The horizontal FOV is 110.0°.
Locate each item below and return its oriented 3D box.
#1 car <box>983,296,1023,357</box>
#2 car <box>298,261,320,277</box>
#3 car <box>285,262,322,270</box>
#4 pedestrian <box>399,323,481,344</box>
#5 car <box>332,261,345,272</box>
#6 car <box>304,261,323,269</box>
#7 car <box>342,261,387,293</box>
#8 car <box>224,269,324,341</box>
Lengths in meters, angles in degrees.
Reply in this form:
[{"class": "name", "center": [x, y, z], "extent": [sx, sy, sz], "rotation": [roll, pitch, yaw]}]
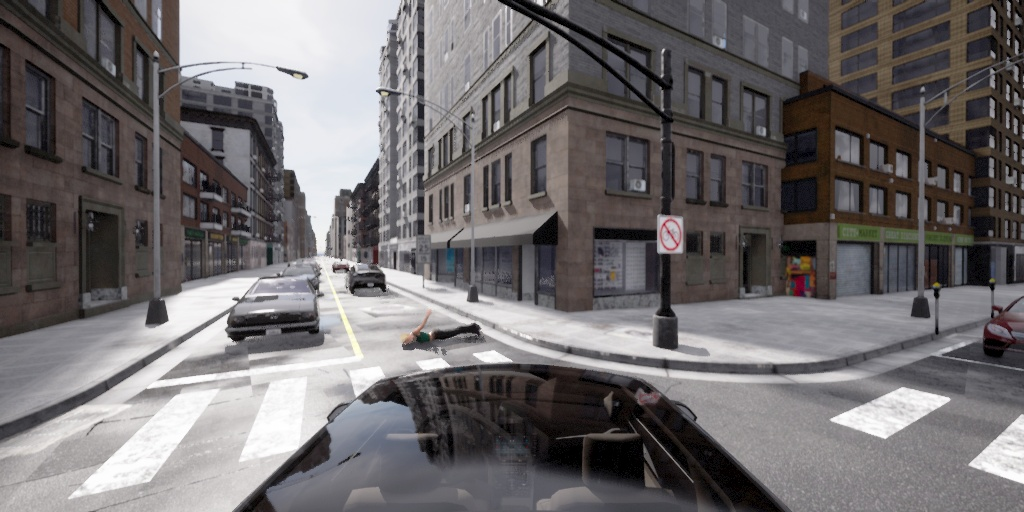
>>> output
[{"class": "car", "center": [11.610, 1.453, 7.495], "extent": [4.207, 1.307, 1.802], "rotation": [0, 0, -28]}, {"class": "car", "center": [-20.429, 1.222, 36.253], "extent": [1.812, 1.442, 4.674], "rotation": [0, 0, -28]}, {"class": "car", "center": [-11.072, 1.254, 18.719], "extent": [1.812, 1.442, 4.674], "rotation": [0, 0, -28]}, {"class": "pedestrian", "center": [-1.684, 1.799, 8.225], "extent": [1.860, 0.375, 0.375], "rotation": [0, -9, -29]}, {"class": "car", "center": [-20.917, 1.280, 43.795], "extent": [1.895, 1.301, 4.718], "rotation": [0, 0, -28]}, {"class": "car", "center": [-15.601, 1.220, 27.181], "extent": [1.837, 1.490, 4.892], "rotation": [0, 0, -28]}, {"class": "car", "center": [-8.446, 1.229, 20.613], "extent": [1.837, 1.490, 4.892], "rotation": [0, 0, -28]}, {"class": "car", "center": [-6.535, 1.288, 10.270], "extent": [2.033, 1.411, 5.357], "rotation": [0, 0, -28]}]
